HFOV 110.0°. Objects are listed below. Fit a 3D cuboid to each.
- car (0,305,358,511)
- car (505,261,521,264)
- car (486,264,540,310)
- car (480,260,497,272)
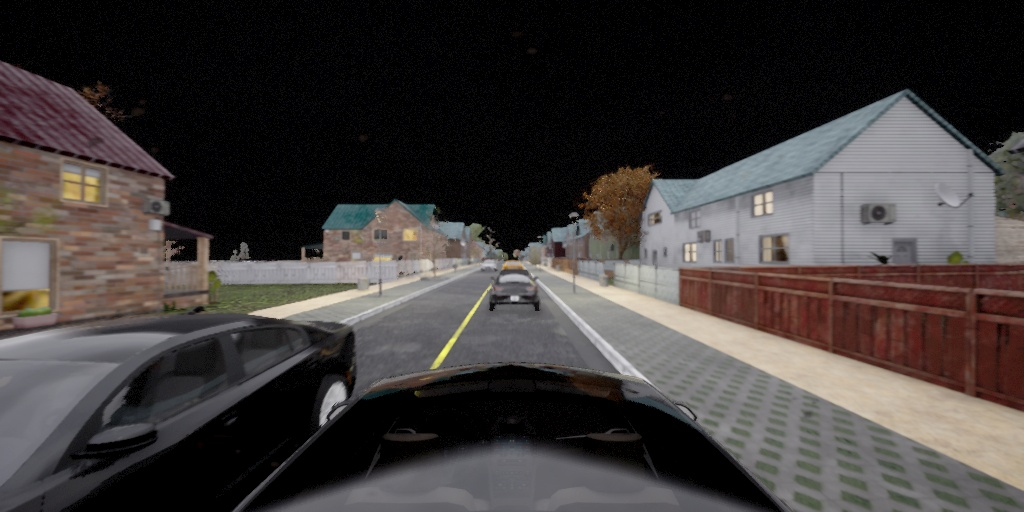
[{"bbox_3d":[-2.851,1.225,2.432,1.882,1.535,5.008,0,0,0],"label":"car"},{"bbox_3d":[0.085,1.146,32.600,1.882,1.535,5.008,0,0,0],"label":"car"},{"bbox_3d":[0.092,1.232,14.220,1.812,1.442,4.674,0,0,0],"label":"car"},{"bbox_3d":[-2.809,1.185,44.428,1.812,1.442,4.674,0,0,1],"label":"car"}]
